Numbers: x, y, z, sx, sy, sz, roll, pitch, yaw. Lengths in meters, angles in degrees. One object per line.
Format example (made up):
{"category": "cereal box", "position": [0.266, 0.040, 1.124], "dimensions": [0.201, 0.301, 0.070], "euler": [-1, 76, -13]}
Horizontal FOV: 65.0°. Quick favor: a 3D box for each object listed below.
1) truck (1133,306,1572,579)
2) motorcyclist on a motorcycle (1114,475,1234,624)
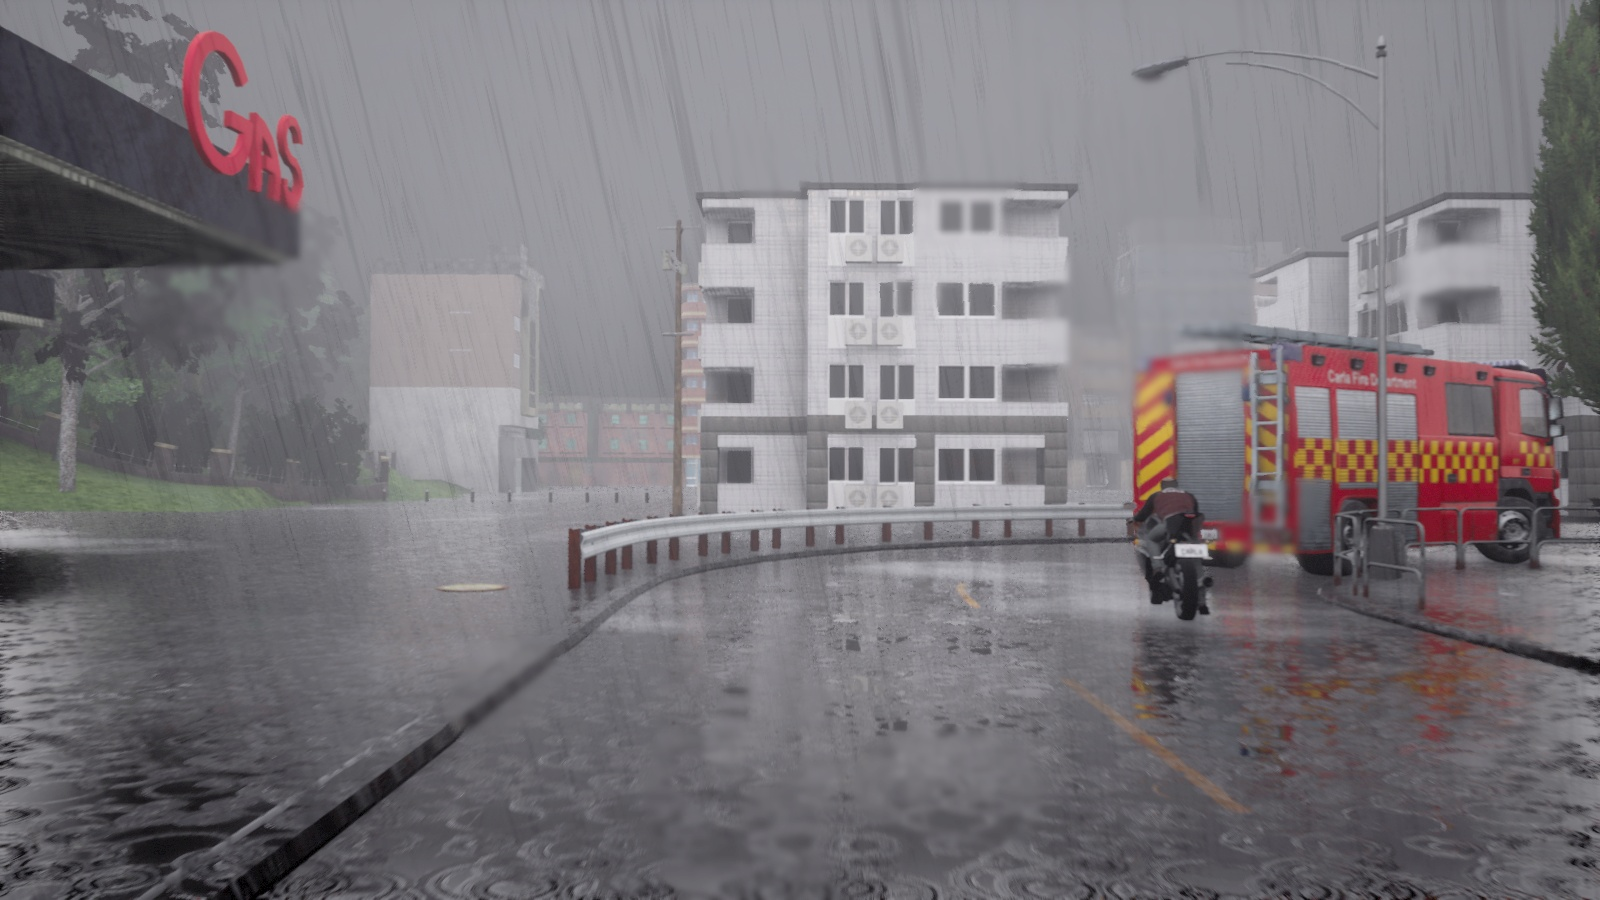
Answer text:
{"category": "truck", "position": [9.587, -0.063, 21.291], "dimensions": [8.468, 3.827, 2.891], "euler": [0, -1, -36]}
{"category": "motorcyclist on a motorcycle", "position": [4.141, 1.047, 14.093], "dimensions": [0.866, 1.530, 2.191], "euler": [0, -1, 5]}
